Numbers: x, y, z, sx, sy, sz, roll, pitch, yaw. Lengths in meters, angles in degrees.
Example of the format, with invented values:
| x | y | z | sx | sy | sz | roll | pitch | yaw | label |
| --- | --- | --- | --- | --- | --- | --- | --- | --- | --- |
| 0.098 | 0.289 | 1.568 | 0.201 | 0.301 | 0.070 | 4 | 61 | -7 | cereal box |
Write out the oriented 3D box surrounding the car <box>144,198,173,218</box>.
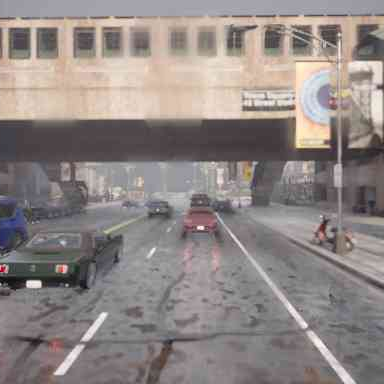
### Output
| x | y | z | sx | sy | sz | roll | pitch | yaw | label |
| --- | --- | --- | --- | --- | --- | --- | --- | --- | --- |
| -2.773 | 1.552 | 30.122 | 2.033 | 1.411 | 5.357 | 0 | 0 | 2 | car |

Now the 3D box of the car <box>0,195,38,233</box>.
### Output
| x | y | z | sx | sy | sz | roll | pitch | yaw | label |
| --- | --- | --- | --- | --- | --- | --- | --- | --- | --- |
| -6.900 | 1.242 | 9.516 | 2.150 | 2.045 | 5.566 | 0 | 0 | 1 | car |

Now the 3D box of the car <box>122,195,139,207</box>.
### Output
| x | y | z | sx | sy | sz | roll | pitch | yaw | label |
| --- | --- | --- | --- | --- | --- | --- | --- | --- | --- |
| -9.485 | 1.585 | 51.562 | 1.994 | 1.385 | 4.181 | 0 | 0 | 1 | car |

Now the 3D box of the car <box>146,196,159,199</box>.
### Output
| x | y | z | sx | sy | sz | roll | pitch | yaw | label |
| --- | --- | --- | --- | --- | --- | --- | --- | --- | --- |
| -5.988 | 1.363 | 51.266 | 2.097 | 1.767 | 4.553 | 0 | 0 | 1 | car |

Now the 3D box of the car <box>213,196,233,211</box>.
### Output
| x | y | z | sx | sy | sz | roll | pitch | yaw | label |
| --- | --- | --- | --- | --- | --- | --- | --- | --- | --- |
| 3.896 | 1.464 | 40.913 | 2.231 | 1.521 | 4.892 | 0 | 0 | 11 | car |

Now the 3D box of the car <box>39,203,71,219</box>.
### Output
| x | y | z | sx | sy | sz | roll | pitch | yaw | label |
| --- | --- | --- | --- | --- | --- | --- | --- | --- | --- |
| -13.033 | 1.631 | 29.988 | 1.895 | 1.301 | 4.718 | 0 | 0 | 1 | car |

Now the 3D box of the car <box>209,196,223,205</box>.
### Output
| x | y | z | sx | sy | sz | roll | pitch | yaw | label |
| --- | --- | --- | --- | --- | --- | --- | --- | --- | --- |
| 4.103 | 1.460 | 58.113 | 2.097 | 1.535 | 5.008 | 0 | 0 | 1 | car |

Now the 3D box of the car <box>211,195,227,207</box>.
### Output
| x | y | z | sx | sy | sz | roll | pitch | yaw | label |
| --- | --- | --- | --- | --- | --- | --- | --- | --- | --- |
| 4.126 | 1.335 | 51.686 | 2.185 | 1.767 | 4.553 | 0 | 0 | 1 | car |

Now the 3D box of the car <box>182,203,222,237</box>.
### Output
| x | y | z | sx | sy | sz | roll | pitch | yaw | label |
| --- | --- | --- | --- | --- | --- | --- | --- | --- | --- |
| 0.451 | 1.522 | 18.015 | 1.812 | 1.442 | 4.674 | 0 | 0 | 1 | car |

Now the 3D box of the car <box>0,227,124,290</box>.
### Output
| x | y | z | sx | sy | sz | roll | pitch | yaw | label |
| --- | --- | --- | --- | --- | --- | --- | --- | --- | --- |
| -3.208 | 1.609 | 9.067 | 1.895 | 1.301 | 4.718 | 0 | 0 | 1 | car |

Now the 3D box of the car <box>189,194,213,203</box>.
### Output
| x | y | z | sx | sy | sz | roll | pitch | yaw | label |
| --- | --- | --- | --- | --- | --- | --- | --- | --- | --- |
| 0.897 | 1.214 | 37.350 | 2.150 | 2.045 | 5.566 | 0 | 0 | 1 | car |
